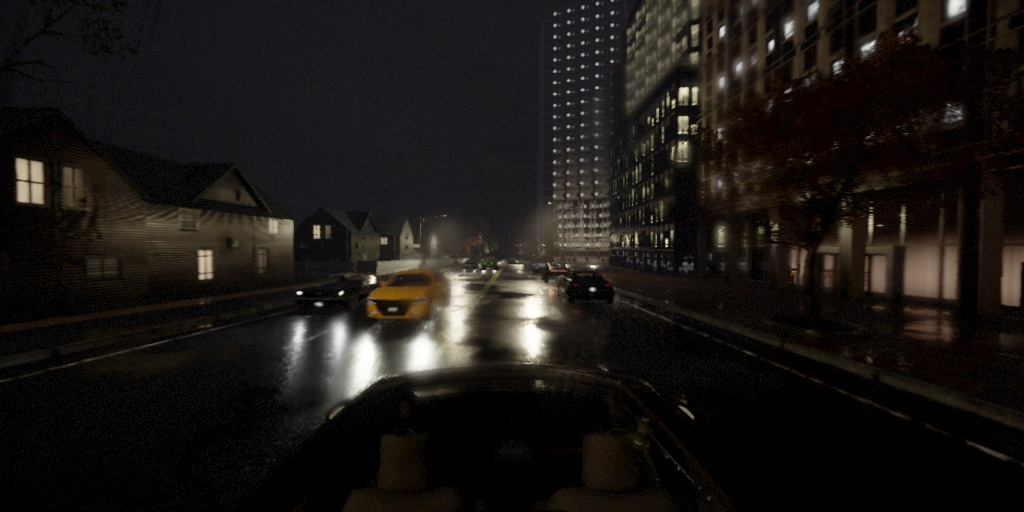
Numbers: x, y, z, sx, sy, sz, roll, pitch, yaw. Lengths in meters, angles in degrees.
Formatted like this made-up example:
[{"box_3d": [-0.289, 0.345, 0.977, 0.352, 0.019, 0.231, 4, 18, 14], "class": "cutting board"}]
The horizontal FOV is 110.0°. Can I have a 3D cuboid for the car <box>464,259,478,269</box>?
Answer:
[{"box_3d": [-6.520, 1.271, 57.459, 1.882, 1.535, 5.008, 0, 0, 1], "class": "car"}]

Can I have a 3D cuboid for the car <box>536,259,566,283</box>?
[{"box_3d": [3.252, 1.247, 27.469, 2.128, 1.511, 4.902, 0, 0, 0], "class": "car"}]

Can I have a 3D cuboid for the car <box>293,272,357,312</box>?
[{"box_3d": [-6.595, 1.353, 14.482, 1.895, 1.301, 4.718, 0, 0, 0], "class": "car"}]

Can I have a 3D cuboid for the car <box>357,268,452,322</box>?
[{"box_3d": [-3.344, 1.229, 12.558, 1.882, 1.535, 5.008, 0, 0, 0], "class": "car"}]

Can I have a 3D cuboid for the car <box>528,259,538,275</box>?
[{"box_3d": [3.177, 1.329, 38.710, 1.994, 1.385, 4.181, 0, 0, -3], "class": "car"}]

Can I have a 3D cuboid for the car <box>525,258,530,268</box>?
[{"box_3d": [3.255, 1.131, 49.448, 2.097, 1.767, 4.553, 0, 0, 0], "class": "car"}]

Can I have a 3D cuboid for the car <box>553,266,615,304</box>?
[{"box_3d": [3.251, 1.315, 16.466, 1.994, 1.385, 4.181, 0, 0, 0], "class": "car"}]

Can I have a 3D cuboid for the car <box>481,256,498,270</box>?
[{"box_3d": [-3.287, 1.006, 53.411, 2.150, 2.045, 5.566, 0, 0, 1], "class": "car"}]
